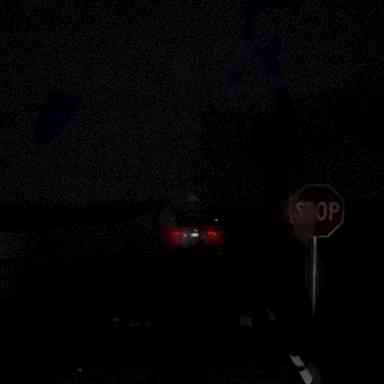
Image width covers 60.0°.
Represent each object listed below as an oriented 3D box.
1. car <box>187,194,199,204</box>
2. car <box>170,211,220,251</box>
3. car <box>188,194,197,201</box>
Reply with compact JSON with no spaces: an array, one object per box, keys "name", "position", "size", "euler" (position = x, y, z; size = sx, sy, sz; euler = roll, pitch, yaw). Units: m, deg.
[{"name":"car","position":[0.108,1.470,62.229],"size":[1.895,1.301,4.718],"euler":[0,0,0]},{"name":"car","position":[0.106,1.480,13.613],"size":[2.033,1.411,5.357],"euler":[0,0,0]},{"name":"car","position":[0.125,1.204,72.219],"size":[1.882,1.535,5.008],"euler":[0,0,0]}]
